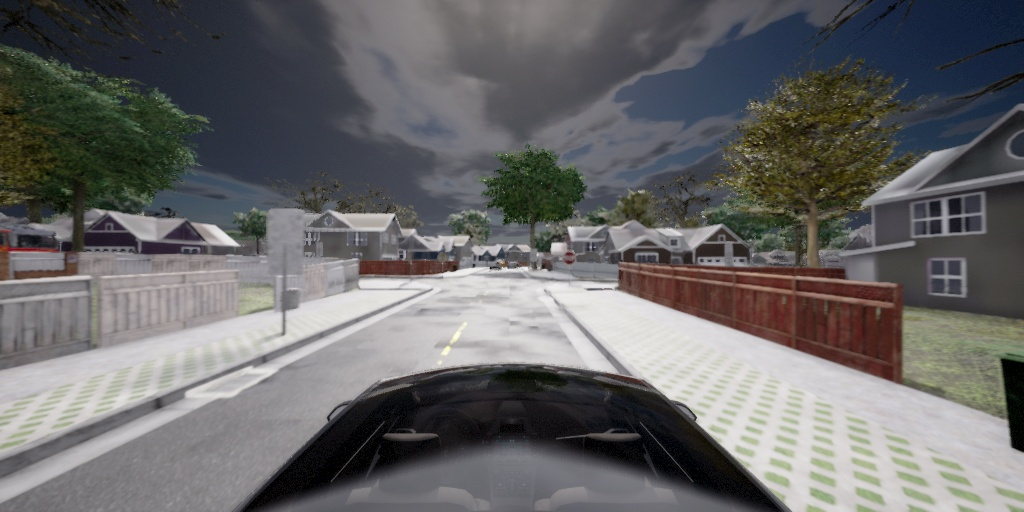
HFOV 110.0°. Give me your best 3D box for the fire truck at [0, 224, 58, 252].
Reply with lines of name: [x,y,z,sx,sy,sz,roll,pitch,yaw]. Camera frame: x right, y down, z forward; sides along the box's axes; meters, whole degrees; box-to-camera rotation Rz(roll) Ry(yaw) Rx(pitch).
fire truck: [-39.622,-0.542,26.739,8.468,3.827,2.891,1,-1,-1]

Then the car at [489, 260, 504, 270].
car: [-2.810,1.634,60.156,1.837,1.490,4.892,0,-1,1]
